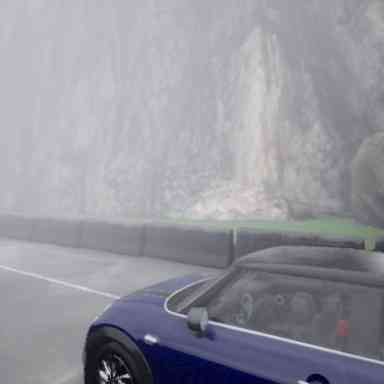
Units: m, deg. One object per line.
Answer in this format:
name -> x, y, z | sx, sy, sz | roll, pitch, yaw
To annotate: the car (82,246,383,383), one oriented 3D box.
car -> 0.966, 1.355, 3.302 | 4.553, 1.767, 2.097 | -1, 0, 36
